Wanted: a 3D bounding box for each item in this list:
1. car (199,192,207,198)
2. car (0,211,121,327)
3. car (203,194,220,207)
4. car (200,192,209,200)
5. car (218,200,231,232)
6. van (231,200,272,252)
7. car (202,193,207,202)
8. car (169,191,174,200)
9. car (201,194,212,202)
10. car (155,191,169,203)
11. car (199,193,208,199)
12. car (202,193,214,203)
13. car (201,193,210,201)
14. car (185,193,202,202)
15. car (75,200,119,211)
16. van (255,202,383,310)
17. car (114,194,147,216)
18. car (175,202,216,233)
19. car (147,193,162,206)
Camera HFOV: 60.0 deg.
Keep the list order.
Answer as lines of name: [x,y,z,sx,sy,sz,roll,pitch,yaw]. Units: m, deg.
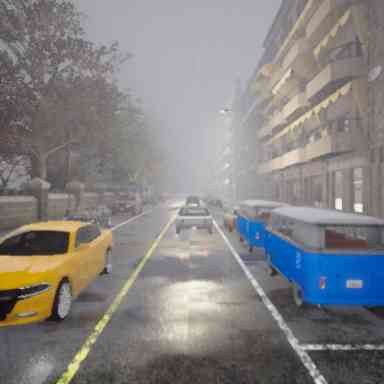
car: [2.724,0.820,84.884,1.752,1.417,4.829,1,0,0]
car: [-3.099,1.416,7.296,1.882,1.535,5.008,0,0,0]
car: [2.713,1.228,40.528,1.947,1.339,4.313,1,0,0]
car: [2.724,0.827,73.668,1.967,1.590,4.097,1,0,0]
car: [2.709,1.370,18.605,1.752,1.417,4.829,1,0,0]
van: [2.711,1.233,12.911,1.690,1.788,3.998,1,0,0]
car: [2.716,1.136,51.576,1.947,1.339,4.313,1,0,0]
car: [-5.658,0.932,73.671,1.887,1.381,4.507,1,0,0]
car: [2.719,1.023,62.621,1.887,1.381,4.507,1,0,0]
car: [-5.658,0.839,57.099,2.192,1.841,5.009,1,0,0]
car: [2.722,0.923,79.192,1.802,1.307,4.206,1,0,0]
car: [2.720,0.964,57.098,1.967,1.590,4.097,1,0,0]
car: [2.721,0.957,68.315,1.752,1.417,4.829,1,0,0]
car: [0.112,1.124,45.752,1.837,1.490,4.892,0,1,0]
car: [-5.671,1.397,18.438,2.008,1.369,4.403,1,0,0]
van: [2.710,1.279,7.388,1.690,1.788,3.998,1,0,0]
car: [-5.664,1.069,29.483,2.192,1.841,5.009,1,0,0]
car: [0.105,1.447,18.438,1.895,1.301,4.718,0,0,0]
car: [-5.665,1.182,46.054,1.947,1.339,4.313,1,0,0]
